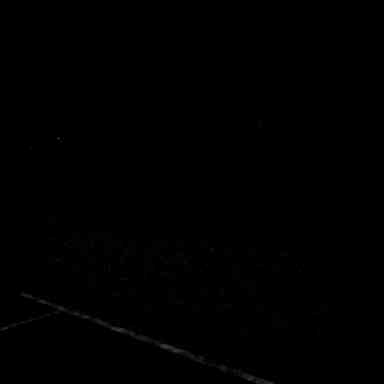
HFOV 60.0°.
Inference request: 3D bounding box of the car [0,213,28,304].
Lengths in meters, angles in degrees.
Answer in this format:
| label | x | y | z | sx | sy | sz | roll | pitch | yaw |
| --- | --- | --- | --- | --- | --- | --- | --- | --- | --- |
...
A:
| label | x | y | z | sx | sy | sz | roll | pitch | yaw |
| --- | --- | --- | --- | --- | --- | --- | --- | --- | --- |
| car | -5.342 | 1.269 | 6.785 | 5.009 | 1.841 | 2.192 | 0 | 0 | 36 |
